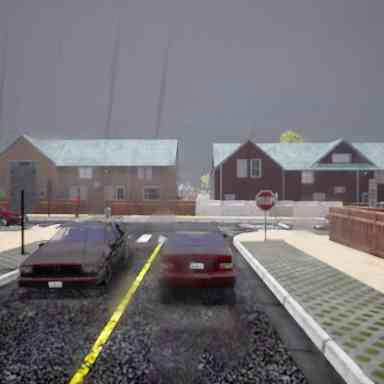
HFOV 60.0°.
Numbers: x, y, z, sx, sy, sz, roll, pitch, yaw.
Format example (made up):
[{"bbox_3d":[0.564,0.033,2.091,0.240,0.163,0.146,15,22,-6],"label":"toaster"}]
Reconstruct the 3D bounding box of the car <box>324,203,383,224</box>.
[{"bbox_3d":[11.862,1.547,23.656,4.553,1.767,2.097,1,0,1],"label":"car"}]

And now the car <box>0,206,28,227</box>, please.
[{"bbox_3d":[-12.915,1.472,21.189,4.674,1.442,1.812,1,0,4],"label":"car"}]

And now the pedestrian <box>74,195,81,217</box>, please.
[{"bbox_3d":[-9.375,1.131,27.039,0.375,1.860,0.375,0,-1,1],"label":"pedestrian"}]

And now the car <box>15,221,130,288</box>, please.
[{"bbox_3d":[-3.000,1.575,9.676,2.033,1.411,5.357,0,0,-3],"label":"car"}]

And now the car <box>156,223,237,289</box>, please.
[{"bbox_3d":[0.095,1.575,9.351,2.033,1.411,5.357,0,0,0],"label":"car"}]
